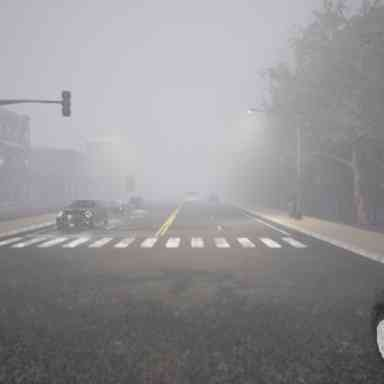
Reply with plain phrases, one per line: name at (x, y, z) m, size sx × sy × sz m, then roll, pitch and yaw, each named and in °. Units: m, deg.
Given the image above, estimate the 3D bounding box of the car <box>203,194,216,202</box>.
car at (3.234, 1.078, 62.630) m, size 2.128 × 1.511 × 4.902 m, roll 0°, pitch 0°, yaw 0°

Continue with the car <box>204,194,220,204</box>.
car at (3.338, 1.160, 52.441) m, size 1.837 × 1.490 × 4.892 m, roll 0°, pitch 0°, yaw 0°

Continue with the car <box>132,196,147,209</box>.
car at (-6.595, 1.243, 39.759) m, size 1.837 × 1.490 × 4.892 m, roll 0°, pitch 0°, yaw 0°

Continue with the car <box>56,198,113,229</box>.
car at (-6.606, 1.217, 20.531) m, size 2.097 × 1.767 × 4.553 m, roll 0°, pitch 0°, yaw 0°

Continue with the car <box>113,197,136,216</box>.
car at (-6.607, 1.406, 29.690) m, size 1.895 × 1.301 × 4.718 m, roll 0°, pitch 0°, yaw 0°

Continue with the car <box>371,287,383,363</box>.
car at (3.350, 1.461, 2.487) m, size 1.882 × 1.535 × 5.008 m, roll 0°, pitch 1°, yaw 0°

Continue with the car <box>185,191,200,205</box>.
car at (0.085, 0.878, 52.105) m, size 2.150 × 2.045 × 5.566 m, roll 0°, pitch 0°, yaw 0°

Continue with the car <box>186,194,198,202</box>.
car at (-0.016, 1.133, 62.750) m, size 2.033 × 1.411 × 5.357 m, roll 0°, pitch 0°, yaw 0°
